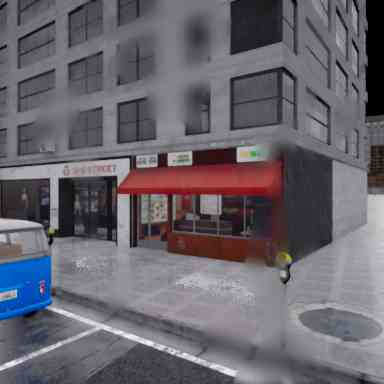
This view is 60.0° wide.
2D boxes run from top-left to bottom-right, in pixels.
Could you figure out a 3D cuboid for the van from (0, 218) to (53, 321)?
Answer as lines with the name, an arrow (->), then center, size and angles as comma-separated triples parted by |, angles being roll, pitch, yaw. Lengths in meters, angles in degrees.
van -> -4.303, 1.342, 6.151 | 3.998, 1.788, 1.690 | 0, 0, 36
